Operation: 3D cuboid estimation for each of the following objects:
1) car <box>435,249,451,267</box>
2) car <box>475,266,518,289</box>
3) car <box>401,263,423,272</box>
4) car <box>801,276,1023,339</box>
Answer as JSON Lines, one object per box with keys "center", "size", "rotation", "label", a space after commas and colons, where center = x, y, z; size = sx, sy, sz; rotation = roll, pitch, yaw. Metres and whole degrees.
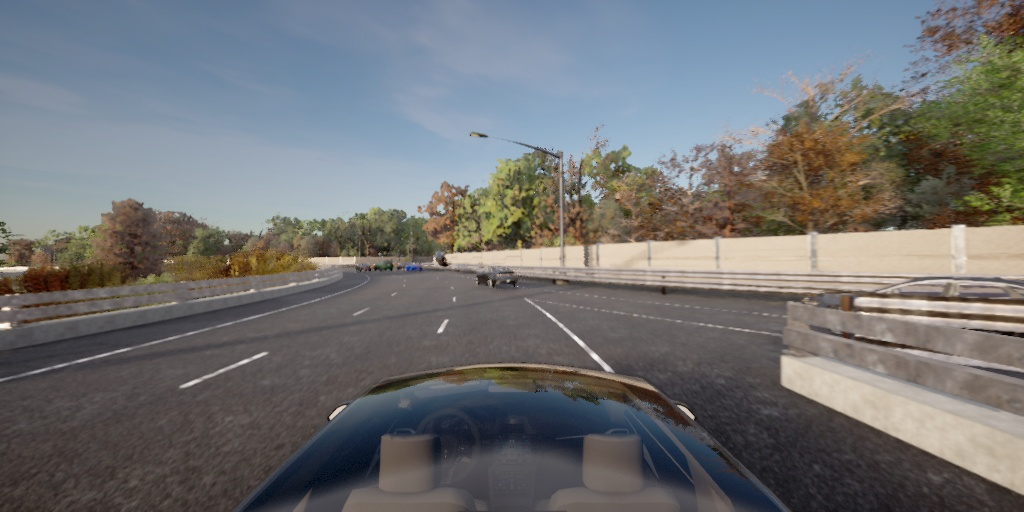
{"center": [-10.158, 0.396, 51.720], "size": [1.535, 1.882, 5.008], "rotation": [-28, 15, -11], "label": "car"}
{"center": [-1.227, 1.474, 25.744], "size": [2.128, 1.511, 4.902], "rotation": [-1, -1, -24], "label": "car"}
{"center": [-16.910, 1.984, 61.632], "size": [1.882, 1.535, 5.008], "rotation": [0, 0, -33], "label": "car"}
{"center": [9.733, 1.196, 8.225], "size": [2.128, 1.511, 4.902], "rotation": [0, -1, -39], "label": "car"}
